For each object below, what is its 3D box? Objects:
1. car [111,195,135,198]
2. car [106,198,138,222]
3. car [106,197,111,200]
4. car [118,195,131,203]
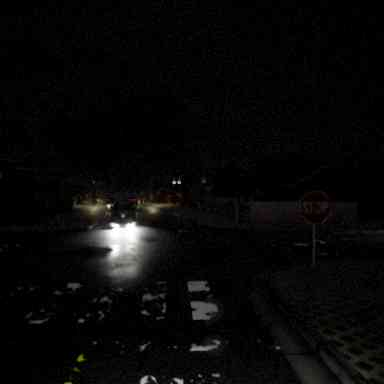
[{"bbox_3d":[-8.236,1.450,39.388,1.882,1.535,5.008,0,1,-15],"label":"car"},{"bbox_3d":[-5.454,1.472,26.548,2.128,1.511,4.902,0,0,-11],"label":"car"},{"bbox_3d":[-14.191,1.521,59.109,1.994,1.385,4.181,0,0,-17],"label":"car"},{"bbox_3d":[-13.414,1.426,65.956,2.128,1.511,4.902,0,0,-16],"label":"car"}]
